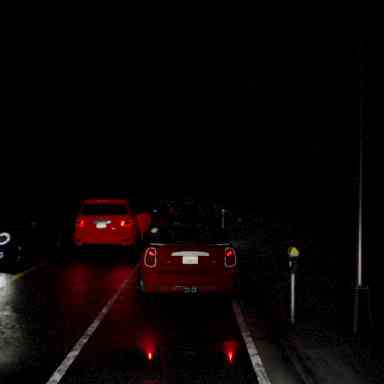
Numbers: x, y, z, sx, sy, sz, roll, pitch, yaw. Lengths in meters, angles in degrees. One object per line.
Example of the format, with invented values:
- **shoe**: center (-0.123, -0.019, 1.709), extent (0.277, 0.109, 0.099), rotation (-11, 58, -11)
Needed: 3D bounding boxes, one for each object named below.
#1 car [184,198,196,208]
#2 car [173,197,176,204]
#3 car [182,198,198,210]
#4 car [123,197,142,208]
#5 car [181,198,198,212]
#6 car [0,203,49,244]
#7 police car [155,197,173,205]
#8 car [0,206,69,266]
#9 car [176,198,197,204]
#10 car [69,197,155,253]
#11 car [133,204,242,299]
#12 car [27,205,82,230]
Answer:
- **car**: center (-0.276, 1.554, 49.696), extent (1.802, 1.307, 4.206), rotation (-1, 0, 0)
- **car**: center (-3.044, 1.479, 46.631), extent (1.837, 1.490, 4.892), rotation (0, 0, 0)
- **car**: center (-0.277, 1.543, 44.111), extent (1.947, 1.339, 4.313), rotation (-1, 0, 0)
- **car**: center (-8.821, 1.516, 49.695), extent (1.887, 1.381, 4.507), rotation (-1, 0, 0)
- **car**: center (-0.279, 1.507, 38.694), extent (1.752, 1.417, 4.829), rotation (-1, 0, 0)
- **car**: center (-8.823, 1.435, 16.181), extent (1.967, 1.590, 4.097), rotation (-1, 0, 0)
- **police car**: center (-3.146, 1.413, 31.067), extent (1.930, 1.638, 5.238), rotation (0, 0, 0)
- **car**: center (-6.245, 1.349, 11.494), extent (2.097, 1.767, 4.553), rotation (0, 0, 0)
- **car**: center (-0.280, 1.537, 32.939), extent (2.008, 1.369, 4.403), rotation (-1, 0, 0)
- **car**: center (-3.038, 1.219, 13.855), extent (2.150, 2.045, 5.566), rotation (0, 0, 0)
- **car**: center (-0.033, 1.350, 8.622), extent (2.097, 1.767, 4.553), rotation (0, 0, 0)
- **car**: center (-8.821, 1.575, 21.767), extent (1.802, 1.307, 4.206), rotation (-1, 0, 0)
